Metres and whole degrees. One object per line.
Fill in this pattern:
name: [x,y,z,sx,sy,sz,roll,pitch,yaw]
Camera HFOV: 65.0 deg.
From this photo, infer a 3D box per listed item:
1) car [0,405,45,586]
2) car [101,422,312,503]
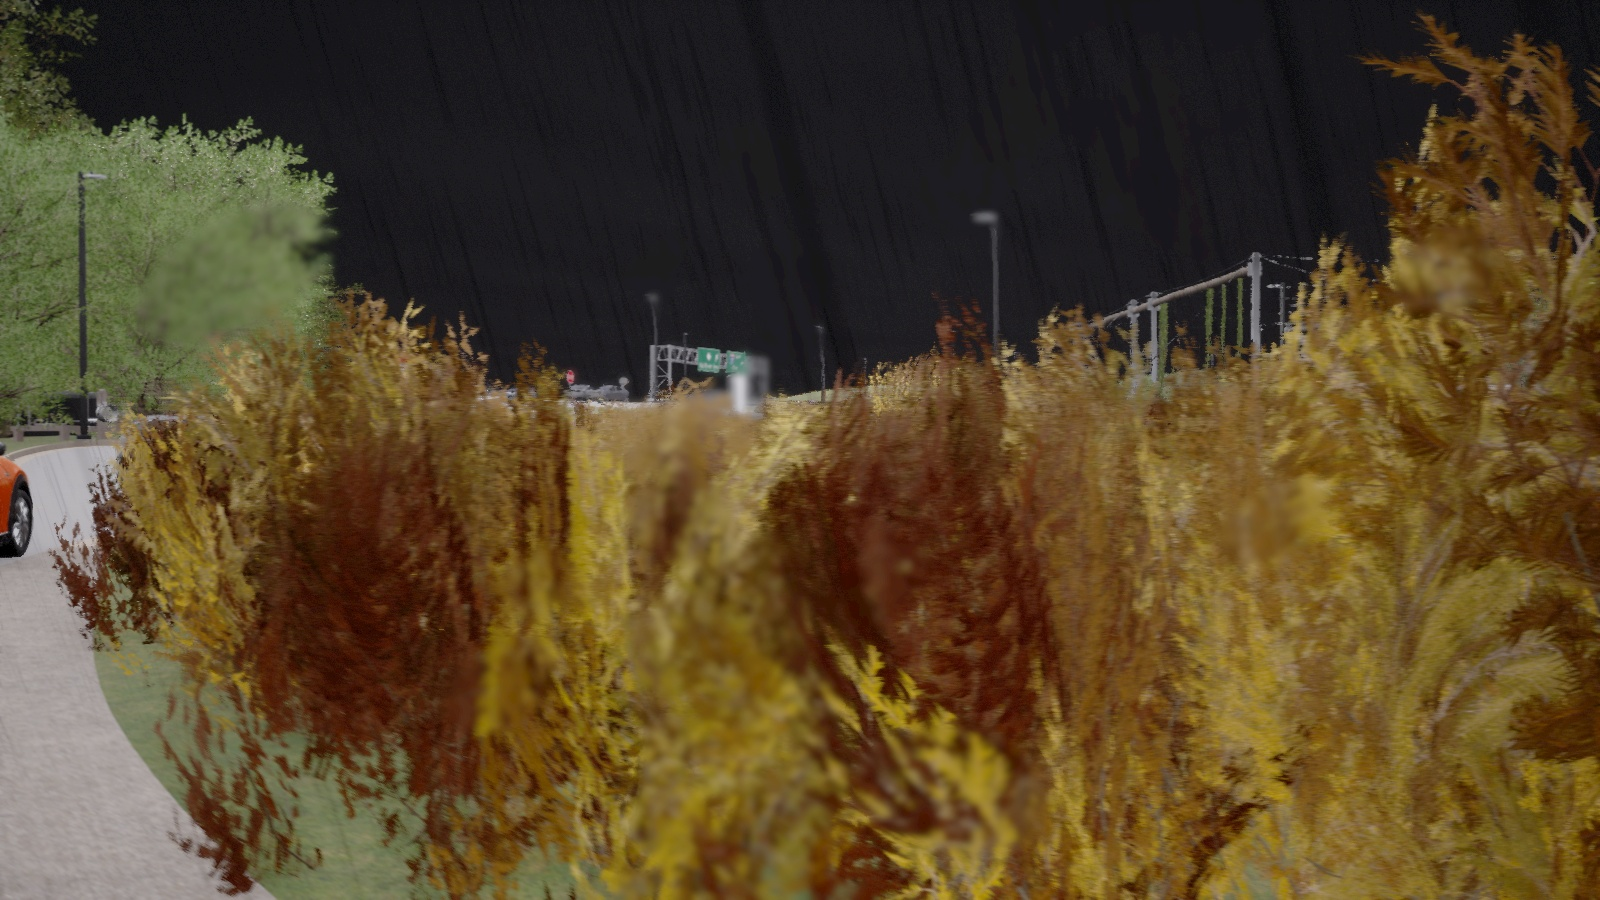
car: [-8.758,0.465,11.740,2.097,1.767,4.553,-1,1,-21]
car: [-13.391,0.217,28.250,4.611,1.667,2.242,1,2,34]
